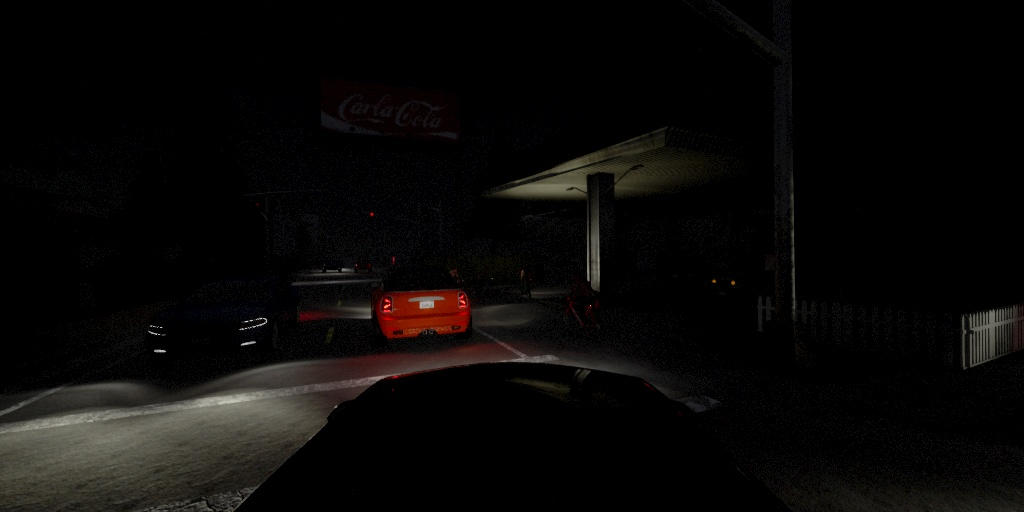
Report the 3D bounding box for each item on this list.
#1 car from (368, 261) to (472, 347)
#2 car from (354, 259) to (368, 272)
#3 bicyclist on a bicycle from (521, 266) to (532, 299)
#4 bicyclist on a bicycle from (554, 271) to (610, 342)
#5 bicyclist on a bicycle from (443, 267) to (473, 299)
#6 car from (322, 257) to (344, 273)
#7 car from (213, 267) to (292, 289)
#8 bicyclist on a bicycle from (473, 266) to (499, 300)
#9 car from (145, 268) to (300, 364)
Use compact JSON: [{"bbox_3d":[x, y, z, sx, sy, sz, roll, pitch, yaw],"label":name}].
[{"bbox_3d":[-2.586,1.048,9.470,2.097,1.767,4.553,0,0,-22],"label":"car"},{"bbox_3d":[-20.705,1.251,49.653,2.097,1.767,4.553,0,0,-24],"label":"car"},{"bbox_3d":[0.709,1.322,17.910,0.582,1.620,1.656,-1,0,16],"label":"bicyclist on a bicycle"},{"bbox_3d":[1.666,1.196,8.705,0.582,1.620,1.656,3,-2,-43],"label":"bicyclist on a bicycle"},{"bbox_3d":[-2.701,1.304,16.397,1.656,1.620,0.582,1,0,37],"label":"bicyclist on a bicycle"},{"bbox_3d":[-23.929,1.146,47.732,2.150,2.045,5.566,0,0,-25],"label":"car"},{"bbox_3d":[-19.764,1.617,27.611,4.718,1.301,1.895,-2,1,-31],"label":"car"},{"bbox_3d":[-1.400,1.331,17.785,1.656,1.620,0.582,0,0,-21],"label":"bicyclist on a bicycle"},{"bbox_3d":[-6.294,1.204,8.383,1.882,1.535,5.008,0,0,-24],"label":"car"}]
